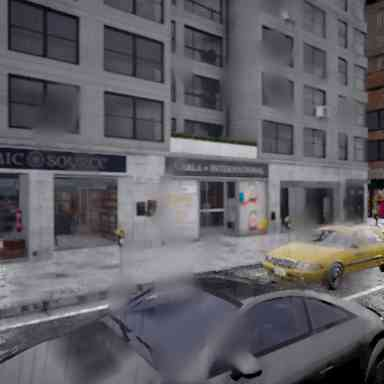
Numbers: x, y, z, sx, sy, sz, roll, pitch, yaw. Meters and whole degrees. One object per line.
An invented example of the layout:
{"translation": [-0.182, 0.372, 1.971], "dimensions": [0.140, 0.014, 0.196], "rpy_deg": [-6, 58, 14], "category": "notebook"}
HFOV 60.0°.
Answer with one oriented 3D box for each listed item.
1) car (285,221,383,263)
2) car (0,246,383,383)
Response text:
{"translation": [3.986, 1.509, 9.032], "dimensions": [4.829, 1.417, 1.752], "rpy_deg": [0, 0, -36], "category": "car"}
{"translation": [0.192, 1.561, 3.196], "dimensions": [4.181, 1.385, 1.994], "rpy_deg": [0, 0, -35], "category": "car"}
